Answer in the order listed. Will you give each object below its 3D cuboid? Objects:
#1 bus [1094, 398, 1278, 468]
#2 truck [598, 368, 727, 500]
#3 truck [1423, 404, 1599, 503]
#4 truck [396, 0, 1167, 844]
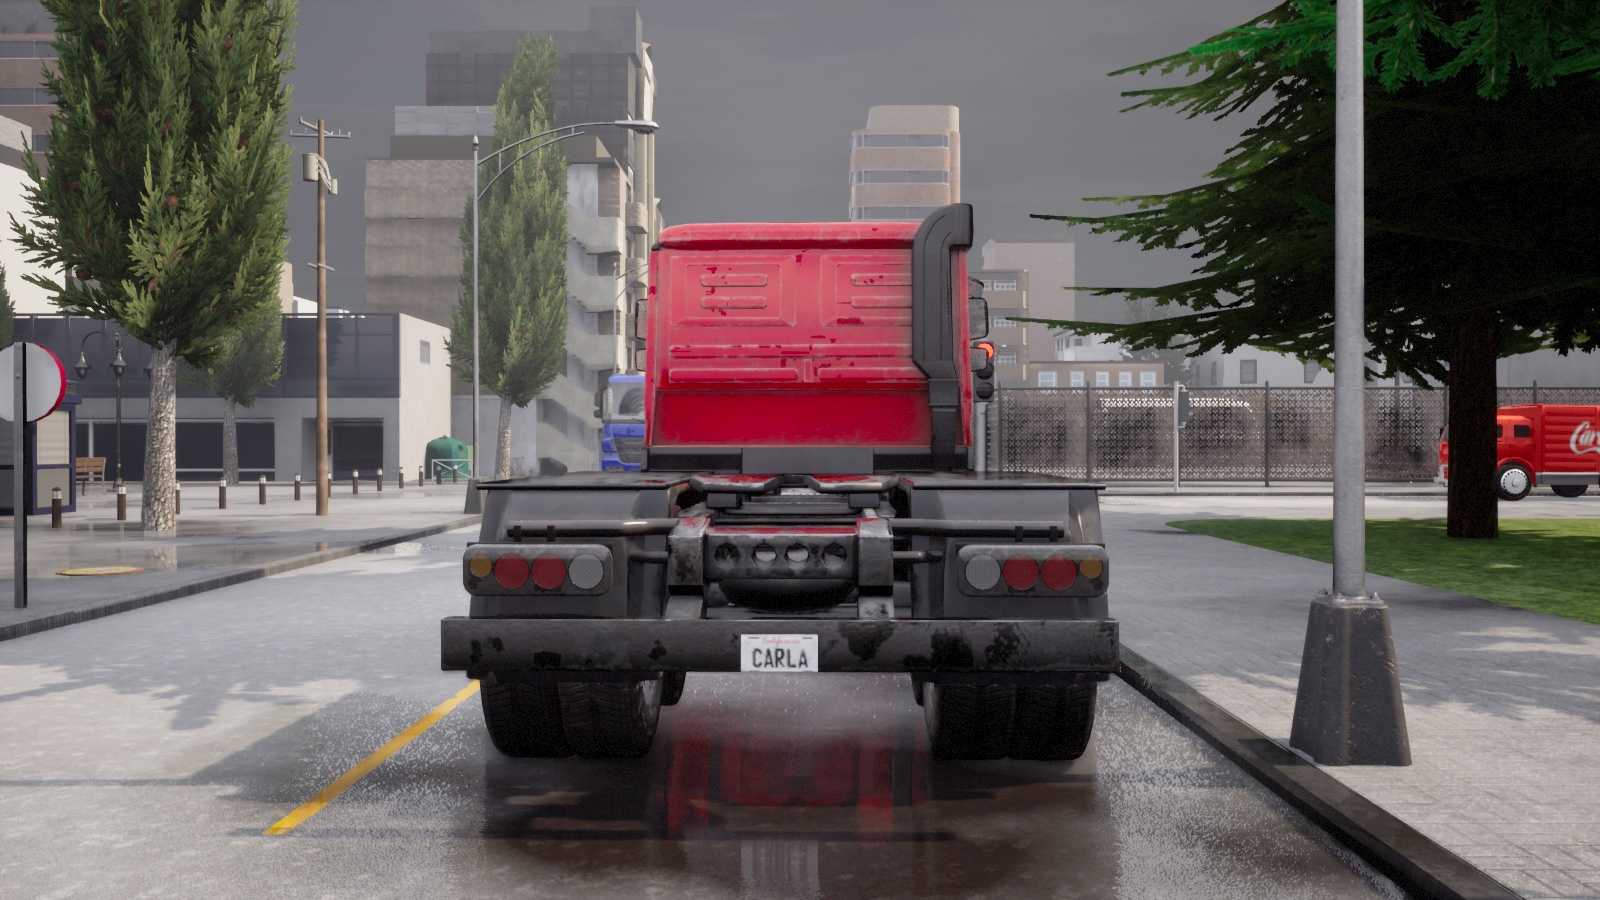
[{"bbox_3d":[23.857,-1.052,78.208,10.273,4.253,3.944,0,0,2],"label":"bus"},{"bbox_3d":[-3.850,-0.447,36.999,2.891,3.462,7.936,0,0,0],"label":"truck"},{"bbox_3d":[19.585,0.094,32.894,5.204,2.467,2.627,0,0,0],"label":"truck"},{"bbox_3d":[0.020,-0.284,8.679,2.891,3.462,7.936,0,0,1],"label":"truck"}]
